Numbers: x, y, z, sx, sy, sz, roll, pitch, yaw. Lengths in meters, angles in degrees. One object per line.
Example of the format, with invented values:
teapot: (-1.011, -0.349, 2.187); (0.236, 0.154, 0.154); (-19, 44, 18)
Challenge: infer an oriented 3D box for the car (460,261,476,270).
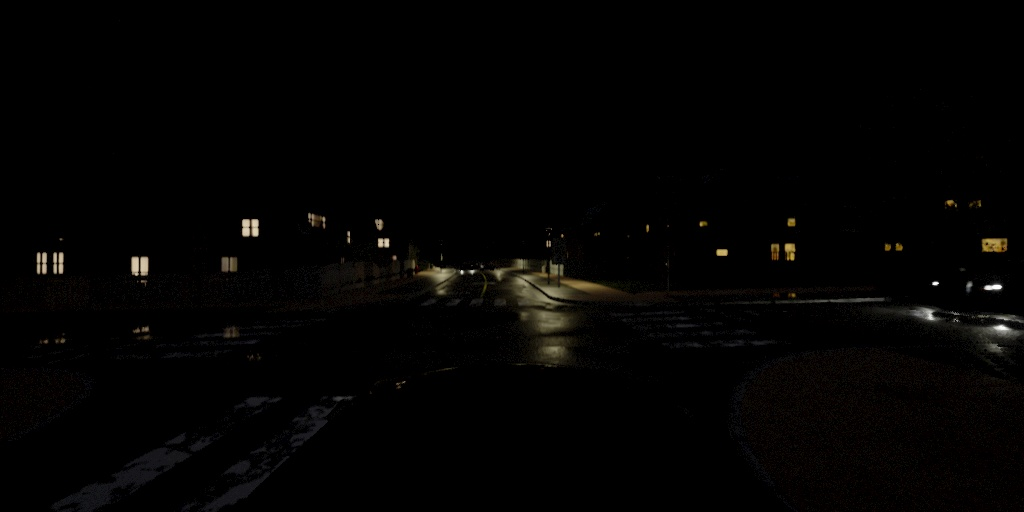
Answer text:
car: (-7.319, 1.457, 57.357); (1.882, 1.535, 5.008); (0, -1, -10)

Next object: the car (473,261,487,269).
car: (-5.712, 1.602, 63.210); (1.994, 1.385, 4.181); (0, -1, -12)

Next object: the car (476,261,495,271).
car: (-3.714, 1.482, 52.894); (2.033, 1.411, 5.357); (0, 0, -10)

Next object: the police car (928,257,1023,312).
police car: (15.785, 0.818, 10.948); (4.974, 1.542, 2.038); (-1, 0, 0)
